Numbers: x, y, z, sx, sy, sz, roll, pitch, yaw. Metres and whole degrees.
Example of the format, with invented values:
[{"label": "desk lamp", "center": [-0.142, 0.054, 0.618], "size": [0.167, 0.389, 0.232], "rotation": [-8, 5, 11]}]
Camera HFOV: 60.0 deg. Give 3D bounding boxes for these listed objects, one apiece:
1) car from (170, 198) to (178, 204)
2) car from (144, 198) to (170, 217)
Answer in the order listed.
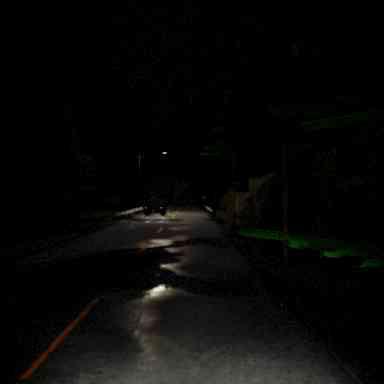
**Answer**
[{"label": "car", "center": [-4.561, 2.248, 79.856], "size": [2.097, 1.767, 4.553], "rotation": [0, -1, -14]}, {"label": "car", "center": [-4.167, 1.737, 38.698], "size": [2.150, 2.045, 5.566], "rotation": [0, -1, 0]}]
